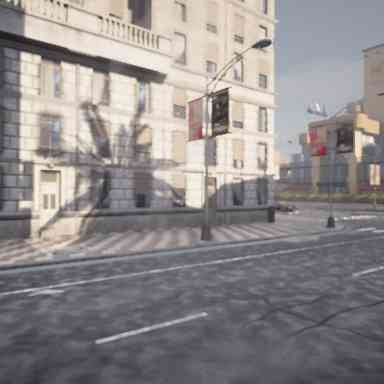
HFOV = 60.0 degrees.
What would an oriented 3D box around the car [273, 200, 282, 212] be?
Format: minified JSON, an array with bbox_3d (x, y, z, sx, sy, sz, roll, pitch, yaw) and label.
[{"bbox_3d":[8.359,1.758,41.047,1.812,1.442,4.674,1,0,-34],"label":"car"}]

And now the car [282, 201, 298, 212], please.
[{"bbox_3d":[11.085,1.807,43.242,2.033,1.411,5.357,1,0,-36],"label":"car"}]
